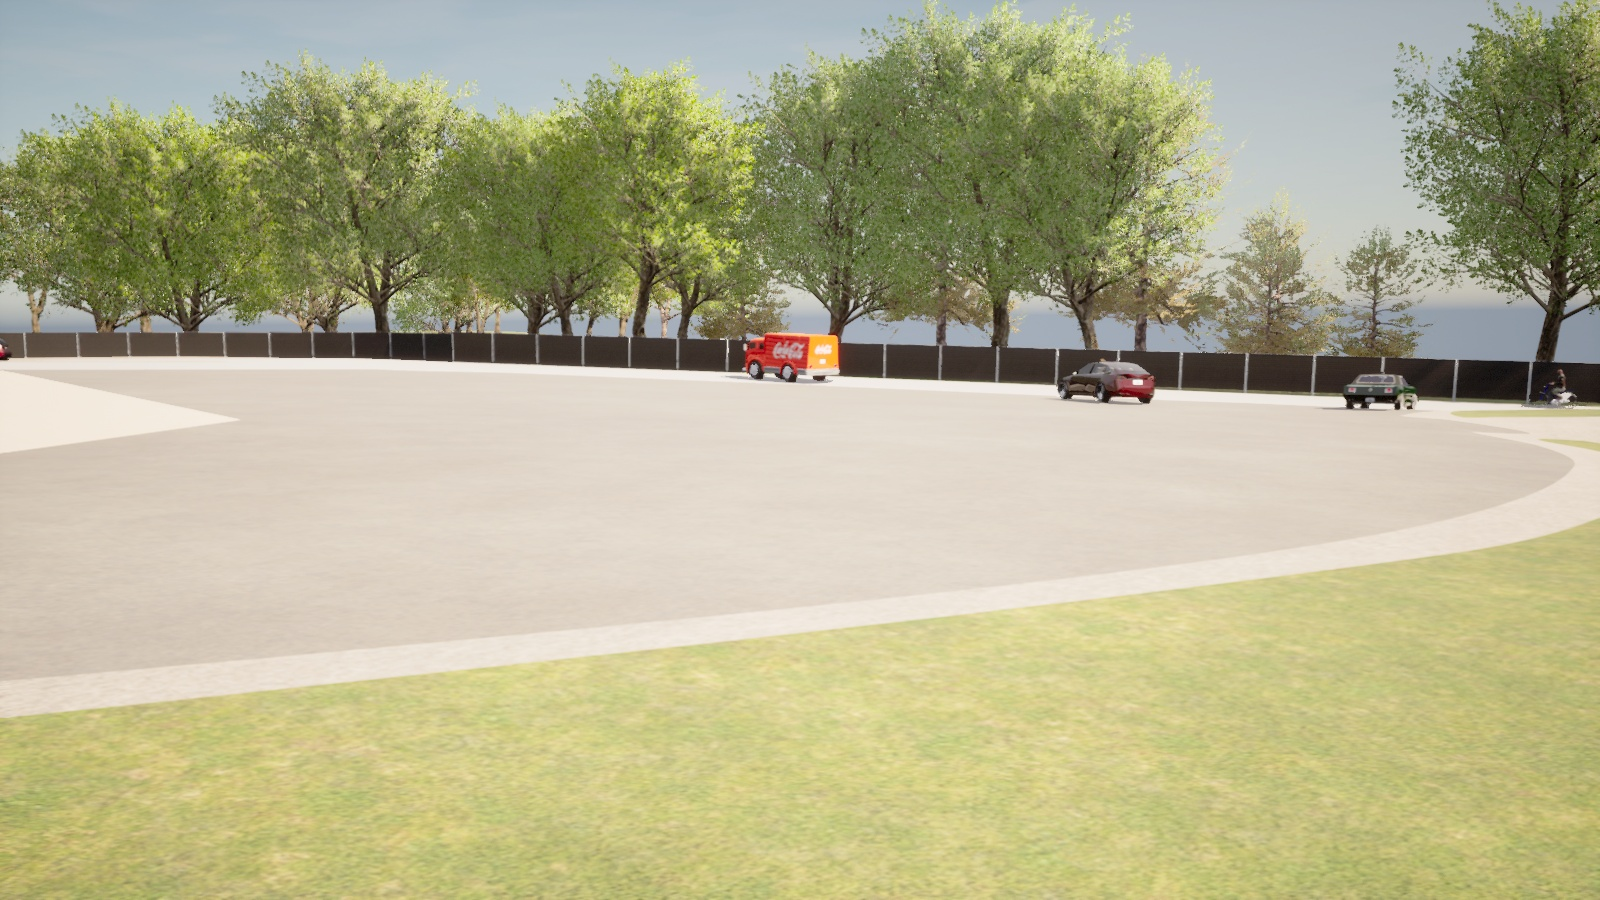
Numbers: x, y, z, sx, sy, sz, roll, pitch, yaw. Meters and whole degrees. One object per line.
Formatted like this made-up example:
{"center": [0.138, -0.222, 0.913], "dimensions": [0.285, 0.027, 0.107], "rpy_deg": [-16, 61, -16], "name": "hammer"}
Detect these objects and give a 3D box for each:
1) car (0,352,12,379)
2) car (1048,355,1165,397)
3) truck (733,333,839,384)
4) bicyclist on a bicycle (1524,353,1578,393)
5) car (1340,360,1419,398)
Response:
{"center": [-51.105, -5.138, 77.224], "dimensions": [3.988, 1.617, 1.851], "rpy_deg": [-3, 6, -16], "name": "car"}
{"center": [11.331, -2.791, 46.833], "dimensions": [2.163, 1.488, 4.792], "rpy_deg": [-1, 4, -15], "name": "car"}
{"center": [-0.771, -4.873, 66.105], "dimensions": [5.204, 2.467, 2.627], "rpy_deg": [7, 9, 44], "name": "truck"}
{"center": [33.680, -3.463, 56.341], "dimensions": [1.843, 1.776, 0.659], "rpy_deg": [2, 7, 15], "name": "bicyclist on a bicycle"}
{"center": [21.506, -2.612, 46.529], "dimensions": [1.895, 1.301, 4.718], "rpy_deg": [2, 3, 34], "name": "car"}
